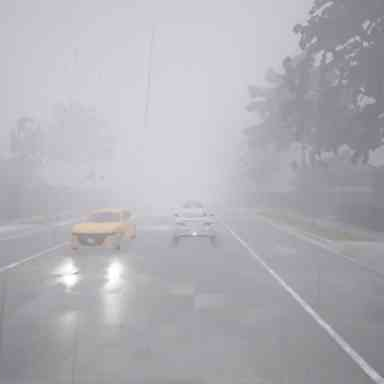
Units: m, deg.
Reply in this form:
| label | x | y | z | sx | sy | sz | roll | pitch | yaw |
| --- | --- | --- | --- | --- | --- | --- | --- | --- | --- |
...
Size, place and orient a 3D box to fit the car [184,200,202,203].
| label | x | y | z | sx | sy | sz | roll | pitch | yaw |
| --- | --- | --- | --- | --- | --- | --- | --- | --- | --- |
| car | 0.112 | 1.448 | 33.829 | 1.994 | 1.385 | 4.181 | 0 | 0 | 0 |

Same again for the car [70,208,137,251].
| label | x | y | z | sx | sy | sz | roll | pitch | yaw |
| --- | --- | --- | --- | --- | --- | --- | --- | --- | --- |
| car | -3.595 | 1.452 | 14.304 | 1.882 | 1.535 | 5.008 | 0 | 0 | 0 |

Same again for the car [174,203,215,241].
| label | x | y | z | sx | sy | sz | roll | pitch | yaw |
| --- | --- | --- | --- | --- | --- | --- | --- | --- | --- |
| car | 0.106 | 1.494 | 16.288 | 1.812 | 1.442 | 4.674 | 0 | 0 | 0 |
